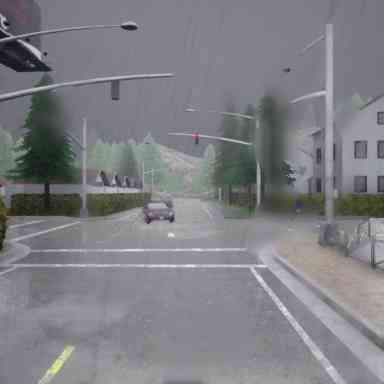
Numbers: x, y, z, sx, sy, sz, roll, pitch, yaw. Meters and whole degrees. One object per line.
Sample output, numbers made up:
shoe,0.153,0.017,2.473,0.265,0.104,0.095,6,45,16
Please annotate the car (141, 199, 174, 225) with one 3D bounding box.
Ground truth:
car,-2.604,1.445,23.939,1.812,1.442,4.674,-1,0,-15
